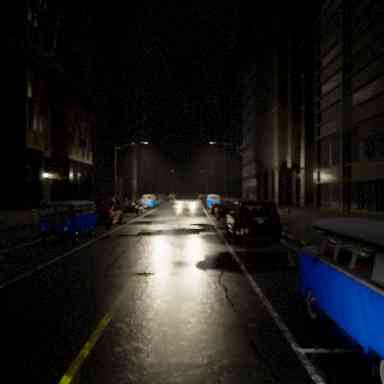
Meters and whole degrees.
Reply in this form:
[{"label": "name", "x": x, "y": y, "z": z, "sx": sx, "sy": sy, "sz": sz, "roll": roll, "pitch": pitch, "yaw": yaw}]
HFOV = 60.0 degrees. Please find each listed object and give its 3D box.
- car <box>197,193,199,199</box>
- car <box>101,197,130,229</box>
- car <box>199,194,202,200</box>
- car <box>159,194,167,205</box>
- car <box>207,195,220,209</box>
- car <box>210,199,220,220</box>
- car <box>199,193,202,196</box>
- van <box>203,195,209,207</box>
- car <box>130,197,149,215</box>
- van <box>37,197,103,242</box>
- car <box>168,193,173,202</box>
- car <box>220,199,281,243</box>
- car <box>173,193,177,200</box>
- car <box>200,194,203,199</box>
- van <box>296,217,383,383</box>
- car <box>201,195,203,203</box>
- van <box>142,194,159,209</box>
[{"label": "car", "x": 2.767, "y": 1.431, "z": 88.697, "sx": 2.008, "sy": 1.369, "sz": 4.403, "roll": 0, "pitch": 0, "yaw": 0}, {"label": "car", "x": -5.760, "y": 1.278, "z": 21.379, "sx": 2.192, "sy": 1.841, "sz": 5.009, "roll": 0, "pitch": 0, "yaw": 0}, {"label": "car", "x": 2.766, "y": 1.427, "z": 60.823, "sx": 1.752, "sy": 1.417, "sz": 4.829, "roll": 0, "pitch": 0, "yaw": 0}, {"label": "car", "x": -5.759, "y": 1.351, "z": 55.036, "sx": 1.967, "sy": 1.590, "sz": 4.097, "roll": 0, "pitch": 0, "yaw": 0}, {"label": "car", "x": 2.765, "y": 1.385, "z": 32.606, "sx": 1.967, "sy": 1.590, "sz": 4.097, "roll": 0, "pitch": 0, "yaw": 0}, {"label": "car", "x": 2.765, "y": 1.499, "z": 26.998, "sx": 1.887, "sy": 1.381, "sz": 4.507, "roll": 0, "pitch": 0, "yaw": 0}, {"label": "car", "x": 2.766, "y": 1.420, "z": 66.432, "sx": 1.752, "sy": 1.417, "sz": 4.829, "roll": 0, "pitch": 0, "yaw": 0}, {"label": "van", "x": 2.766, "y": 1.269, "z": 43.825, "sx": 1.690, "sy": 1.788, "sz": 3.998, "roll": 0, "pitch": 0, "yaw": 0}, {"label": "car", "x": -5.760, "y": 1.496, "z": 32.598, "sx": 2.008, "sy": 1.369, "sz": 4.403, "roll": 0, "pitch": 0, "yaw": 0}, {"label": "van", "x": -5.761, "y": 1.314, "z": 15.769, "sx": 1.690, "sy": 1.788, "sz": 3.998, "roll": 0, "pitch": 0, "yaw": 0}, {"label": "car", "x": -5.759, "y": 1.415, "z": 71.694, "sx": 1.752, "sy": 1.417, "sz": 4.829, "roll": 0, "pitch": 0, "yaw": 0}, {"label": "car", "x": 2.764, "y": 1.288, "z": 15.779, "sx": 2.192, "sy": 1.841, "sz": 5.009, "roll": 0, "pitch": 0, "yaw": 0}, {"label": "car", "x": -5.758, "y": 1.446, "z": 88.692, "sx": 1.947, "sy": 1.339, "sz": 4.313, "roll": 0, "pitch": 0, "yaw": 0}, {"label": "car", "x": 2.766, "y": 1.476, "z": 55.044, "sx": 1.947, "sy": 1.339, "sz": 4.313, "roll": 0, "pitch": 0, "yaw": 0}, {"label": "van", "x": 2.764, "y": 1.333, "z": 4.561, "sx": 1.690, "sy": 1.788, "sz": 3.998, "roll": 0, "pitch": 0, "yaw": 0}, {"label": "car", "x": 2.766, "y": 1.464, "z": 49.434, "sx": 1.887, "sy": 1.381, "sz": 4.507, "roll": 0, "pitch": 0, "yaw": 0}, {"label": "van", "x": -5.759, "y": 1.269, "z": 43.817, "sx": 1.690, "sy": 1.788, "sz": 3.998, "roll": 0, "pitch": 0, "yaw": 0}]
